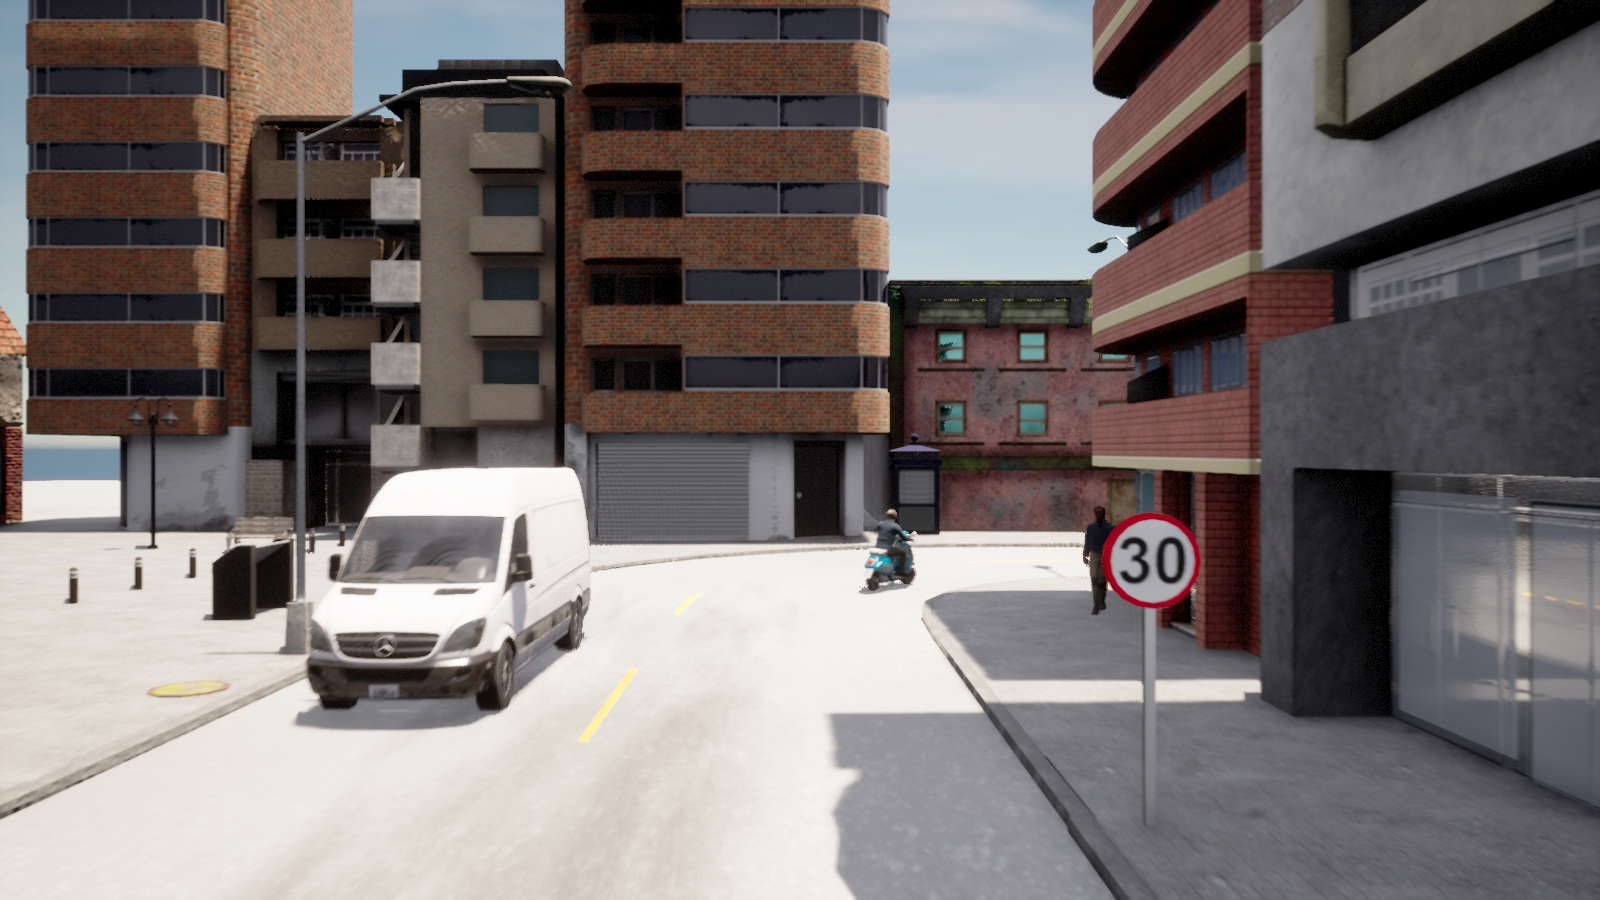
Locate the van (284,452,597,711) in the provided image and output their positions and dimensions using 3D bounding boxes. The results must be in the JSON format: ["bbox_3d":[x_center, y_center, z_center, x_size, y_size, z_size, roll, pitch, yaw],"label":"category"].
[{"bbox_3d":[-4.112,1.314,14.339,1.988,2.561,5.915,0,0,1],"label":"van"}]

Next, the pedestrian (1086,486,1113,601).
[{"bbox_3d":[4.950,1.524,18.865,0.375,1.860,0.375,0,0,23],"label":"pedestrian"}]
